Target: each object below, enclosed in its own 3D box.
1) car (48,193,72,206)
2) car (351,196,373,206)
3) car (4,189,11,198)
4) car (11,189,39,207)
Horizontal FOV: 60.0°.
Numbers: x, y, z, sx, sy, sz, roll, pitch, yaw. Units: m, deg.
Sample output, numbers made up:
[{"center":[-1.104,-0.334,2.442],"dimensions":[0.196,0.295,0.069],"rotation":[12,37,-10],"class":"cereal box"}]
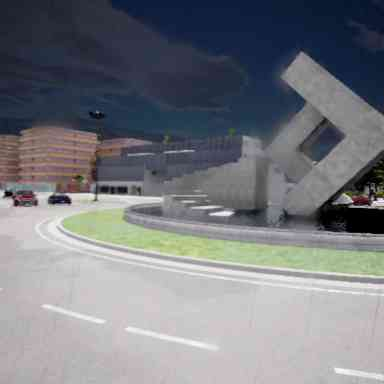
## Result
[{"center":[-14.684,0.767,36.967],"dimensions":[1.994,1.385,4.181],"rotation":[1,1,-33],"class":"car"},{"center":[24.542,1.342,48.756],"dimensions":[4.674,1.442,1.812],"rotation":[1,1,-29],"class":"car"},{"center":[-27.206,0.258,51.124],"dimensions":[4.902,1.511,2.128],"rotation":[2,1,40],"class":"car"},{"center":[-17.006,0.549,34.014],"dimensions":[2.097,1.767,4.553],"rotation":[0,1,-30],"class":"car"}]
